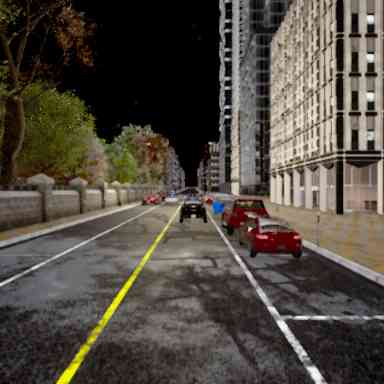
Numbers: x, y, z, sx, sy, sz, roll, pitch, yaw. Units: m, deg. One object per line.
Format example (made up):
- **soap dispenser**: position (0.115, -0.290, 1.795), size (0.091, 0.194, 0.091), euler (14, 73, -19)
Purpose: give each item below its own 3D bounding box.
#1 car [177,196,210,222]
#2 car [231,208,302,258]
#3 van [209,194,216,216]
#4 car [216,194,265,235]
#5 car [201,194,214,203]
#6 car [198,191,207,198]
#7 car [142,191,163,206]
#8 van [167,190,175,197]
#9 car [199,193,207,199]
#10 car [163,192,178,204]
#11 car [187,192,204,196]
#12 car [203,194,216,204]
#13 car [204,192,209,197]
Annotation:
- **car**: position (0.091, 1.304, 24.098), size (1.837, 1.490, 4.892), euler (0, 1, 0)
- **car**: position (2.691, 1.484, 12.041), size (1.802, 1.307, 4.206), euler (0, 0, 0)
- **van**: position (2.688, 1.095, 29.083), size (1.690, 1.788, 3.998), euler (1, 1, 0)
- **car**: position (2.691, 1.169, 17.722), size (2.192, 1.841, 5.009), euler (0, 0, 0)
- **car**: position (2.675, 1.053, 57.489), size (1.947, 1.339, 4.313), euler (1, 1, 0)
- **car**: position (2.667, 0.641, 85.091), size (1.967, 1.590, 4.097), euler (1, 1, 0)
- **car**: position (-5.699, 0.910, 46.165), size (2.192, 1.841, 5.009), euler (1, 1, 0)
- **van**: position (-5.714, 0.479, 90.756), size (1.690, 1.788, 3.998), euler (1, 1, 0)
- **car**: position (2.667, 0.843, 79.476), size (1.802, 1.307, 4.206), euler (1, 1, 0)
- **car**: position (-3.097, 1.149, 51.080), size (1.895, 1.301, 4.718), euler (0, 1, 0)
- **car**: position (0.085, 1.000, 40.559), size (2.097, 1.767, 4.553), euler (0, 1, 0)
- **car**: position (2.677, 1.066, 51.979), size (1.752, 1.417, 4.829), euler (1, 1, 0)
- **car**: position (2.680, 1.037, 46.128), size (1.967, 1.590, 4.097), euler (1, 1, 0)
